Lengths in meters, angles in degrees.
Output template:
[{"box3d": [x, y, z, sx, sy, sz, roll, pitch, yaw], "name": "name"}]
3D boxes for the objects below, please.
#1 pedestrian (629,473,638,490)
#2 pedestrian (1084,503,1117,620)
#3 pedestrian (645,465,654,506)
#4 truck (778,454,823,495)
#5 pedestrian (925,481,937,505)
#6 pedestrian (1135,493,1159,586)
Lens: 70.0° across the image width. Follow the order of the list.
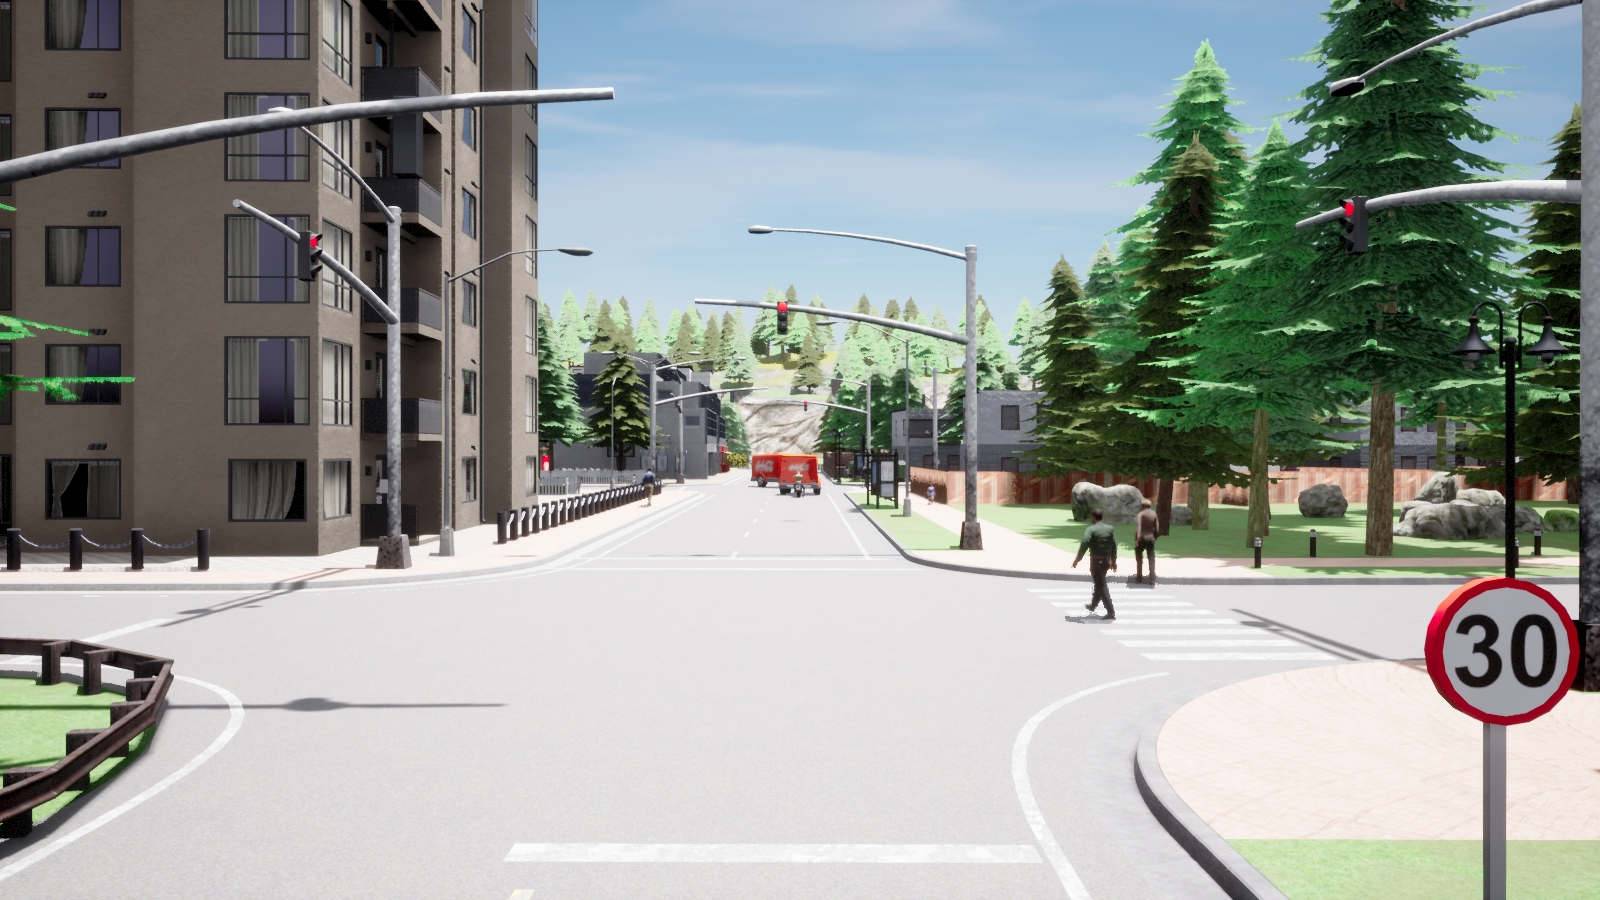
[{"box3d": [-10.845, 2.028, 74.386, 0.500, 1.100, 0.500, 0, 0, 0], "name": "pedestrian"}, {"box3d": [4.888, 1.808, 18.591, 0.375, 1.860, 0.375, 0, 0, -18], "name": "pedestrian"}, {"box3d": [-6.950, 1.645, 52.668, 0.375, 1.860, 0.375, 0, 0, 1], "name": "pedestrian"}, {"box3d": [0.071, 1.506, 71.518, 2.627, 2.467, 5.204, 0, 0, 3], "name": "truck"}, {"box3d": [6.175, 2.026, 53.870, 0.500, 1.100, 0.500, 0, 0, 0], "name": "pedestrian"}, {"box3d": [7.016, 1.801, 23.119, 0.375, 1.860, 0.375, 0, 0, -2], "name": "pedestrian"}]
